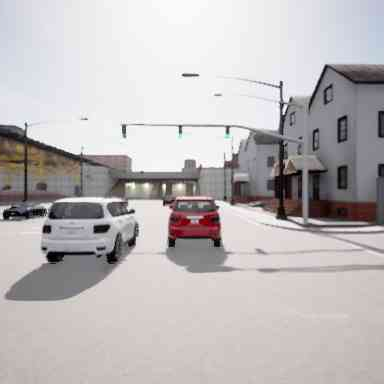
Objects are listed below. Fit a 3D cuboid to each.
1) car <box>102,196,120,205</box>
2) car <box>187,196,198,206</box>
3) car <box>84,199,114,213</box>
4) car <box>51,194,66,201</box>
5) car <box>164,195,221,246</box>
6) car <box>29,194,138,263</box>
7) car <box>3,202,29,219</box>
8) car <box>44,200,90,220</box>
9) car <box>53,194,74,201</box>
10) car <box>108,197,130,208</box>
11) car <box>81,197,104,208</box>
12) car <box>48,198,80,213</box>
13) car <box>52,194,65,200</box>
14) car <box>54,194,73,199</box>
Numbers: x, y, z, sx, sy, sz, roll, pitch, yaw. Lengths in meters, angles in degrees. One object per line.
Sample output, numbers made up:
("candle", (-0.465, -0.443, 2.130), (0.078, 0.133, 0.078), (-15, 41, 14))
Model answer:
("car", (-13.988, 1.448, 57.668), (1.837, 1.490, 4.892), (0, 0, 0))
("car", (0.097, 1.473, 54.023), (1.812, 1.442, 4.674), (0, 0, 0))
("car", (-10.583, 1.510, 38.327), (2.033, 1.411, 5.357), (0, 0, 0))
("car", (-31.664, 1.375, 78.871), (2.038, 1.542, 4.974), (0, 0, -36))
("car", (0.109, 1.211, 15.258), (2.150, 2.045, 5.566), (0, 0, 0))
("car", (-3.396, 1.213, 12.055), (2.150, 2.045, 5.566), (0, 0, 0))
("car", (-14.093, 1.536, 28.158), (1.994, 1.385, 4.181), (0, 0, 0))
("car", (-10.593, 1.463, 28.577), (2.128, 1.511, 4.902), (0, 0, 0))
("car", (-32.453, 1.369, 84.238), (2.038, 1.542, 4.974), (0, 0, 29))
("car", (-10.527, 1.500, 48.616), (2.033, 1.411, 5.357), (0, 0, 0))
("car", (-14.037, 1.458, 47.254), (1.837, 1.490, 4.892), (0, 0, 0))
("car", (-14.081, 1.489, 36.899), (1.812, 1.442, 4.674), (0, 0, 0))
("car", (-31.695, 1.217, 78.913), (1.853, 1.218, 4.536), (0, 0, -36))
("car", (-32.477, 1.212, 84.192), (1.853, 1.218, 4.536), (0, 0, 29))
